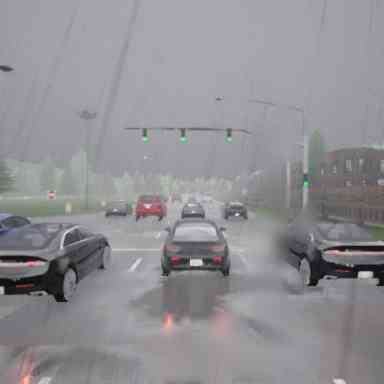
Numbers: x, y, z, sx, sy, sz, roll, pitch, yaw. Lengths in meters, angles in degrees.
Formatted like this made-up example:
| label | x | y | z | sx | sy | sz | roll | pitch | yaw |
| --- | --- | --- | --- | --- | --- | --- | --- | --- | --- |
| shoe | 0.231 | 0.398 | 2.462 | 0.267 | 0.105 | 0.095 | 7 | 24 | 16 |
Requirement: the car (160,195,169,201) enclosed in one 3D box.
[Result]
| label | x | y | z | sx | sy | sz | roll | pitch | yaw |
| --- | --- | --- | --- | --- | --- | --- | --- | --- | --- |
| car | -7.011 | 1.457 | 85.731 | 1.837 | 1.490 | 4.892 | 0 | 0 | 0 |

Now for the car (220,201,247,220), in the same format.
| label | x | y | z | sx | sy | sz | roll | pitch | yaw |
| --- | --- | --- | --- | --- | --- | --- | --- | --- | --- |
| car | 3.598 | 1.547 | 28.890 | 1.837 | 1.490 | 4.892 | 0 | 0 | 0 |

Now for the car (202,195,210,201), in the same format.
| label | x | y | z | sx | sy | sz | roll | pitch | yaw |
| --- | --- | --- | --- | --- | --- | --- | --- | --- | --- |
| car | 3.489 | 1.456 | 85.732 | 1.837 | 1.490 | 4.892 | 0 | 0 | 0 |

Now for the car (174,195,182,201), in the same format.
| label | x | y | z | sx | sy | sz | roll | pitch | yaw |
| --- | --- | --- | --- | --- | --- | --- | --- | --- | --- |
| car | -3.511 | 1.509 | 85.731 | 1.994 | 1.385 | 4.181 | 0 | 0 | 0 |

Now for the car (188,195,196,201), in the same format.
| label | x | y | z | sx | sy | sz | roll | pitch | yaw |
| --- | --- | --- | --- | --- | --- | --- | --- | --- | --- |
| car | -0.011 | 1.457 | 85.731 | 1.837 | 1.490 | 4.892 | 0 | 0 | 0 |

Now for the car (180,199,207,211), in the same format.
| label | x | y | z | sx | sy | sz | roll | pitch | yaw |
| --- | --- | --- | --- | --- | --- | --- | --- | --- | --- |
| car | 0.098 | 1.607 | 29.493 | 1.994 | 1.385 | 4.181 | 0 | 0 | 0 |

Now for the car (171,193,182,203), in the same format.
| label | x | y | z | sx | sy | sz | roll | pitch | yaw |
| --- | --- | --- | --- | --- | --- | --- | --- | --- | --- |
| car | -3.509 | 1.326 | 75.341 | 2.150 | 2.045 | 5.566 | 0 | 0 | 0 |

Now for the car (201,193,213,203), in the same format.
| label | x | y | z | sx | sy | sz | roll | pitch | yaw |
| --- | --- | --- | --- | --- | --- | --- | --- | --- | --- |
| car | 3.491 | 1.326 | 75.342 | 2.150 | 2.045 | 5.566 | 0 | 0 | 0 |

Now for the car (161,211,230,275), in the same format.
| label | x | y | z | sx | sy | sz | roll | pitch | yaw |
| --- | --- | --- | --- | --- | --- | --- | --- | --- | --- |
| car | 0.100 | 1.541 | 10.343 | 1.812 | 1.442 | 4.674 | 0 | 0 | 0 |

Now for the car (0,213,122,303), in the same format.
| label | x | y | z | sx | sy | sz | roll | pitch | yaw |
| --- | --- | --- | --- | --- | --- | --- | --- | --- | --- |
| car | -3.401 | 1.504 | 8.204 | 2.128 | 1.511 | 4.902 | 0 | 0 | 0 |

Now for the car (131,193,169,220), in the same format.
| label | x | y | z | sx | sy | sz | roll | pitch | yaw |
| --- | --- | --- | --- | --- | --- | --- | --- | --- | --- |
| car | -3.404 | 1.263 | 28.346 | 2.150 | 2.045 | 5.566 | 0 | 0 | 0 |

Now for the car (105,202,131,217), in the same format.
| label | x | y | z | sx | sy | sz | roll | pitch | yaw |
| --- | --- | --- | --- | --- | --- | --- | --- | --- | --- |
| car | -6.904 | 1.610 | 31.952 | 1.994 | 1.385 | 4.181 | 0 | 0 | 0 |

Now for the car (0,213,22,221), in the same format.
| label | x | y | z | sx | sy | sz | roll | pitch | yaw |
| --- | --- | --- | --- | --- | --- | --- | --- | --- | --- |
| car | -6.901 | 1.495 | 11.893 | 1.882 | 1.535 | 5.008 | 0 | 0 | 0 |

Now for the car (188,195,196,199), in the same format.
| label | x | y | z | sx | sy | sz | roll | pitch | yaw |
| --- | --- | --- | --- | --- | --- | --- | --- | --- | --- |
| car | -0.009 | 1.640 | 75.311 | 2.033 | 1.411 | 5.357 | 0 | 0 | 0 |

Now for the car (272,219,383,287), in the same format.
| label | x | y | z | sx | sy | sz | roll | pitch | yaw |
| --- | --- | --- | --- | --- | --- | --- | --- | --- | --- |
| car | 3.600 | 1.505 | 9.328 | 2.128 | 1.511 | 4.902 | 0 | 0 | 0 |

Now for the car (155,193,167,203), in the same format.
| label | x | y | z | sx | sy | sz | roll | pitch | yaw |
| --- | --- | --- | --- | --- | --- | --- | --- | --- | --- |
| car | -7.009 | 1.326 | 75.341 | 2.150 | 2.045 | 5.566 | 0 | 0 | 0 |
